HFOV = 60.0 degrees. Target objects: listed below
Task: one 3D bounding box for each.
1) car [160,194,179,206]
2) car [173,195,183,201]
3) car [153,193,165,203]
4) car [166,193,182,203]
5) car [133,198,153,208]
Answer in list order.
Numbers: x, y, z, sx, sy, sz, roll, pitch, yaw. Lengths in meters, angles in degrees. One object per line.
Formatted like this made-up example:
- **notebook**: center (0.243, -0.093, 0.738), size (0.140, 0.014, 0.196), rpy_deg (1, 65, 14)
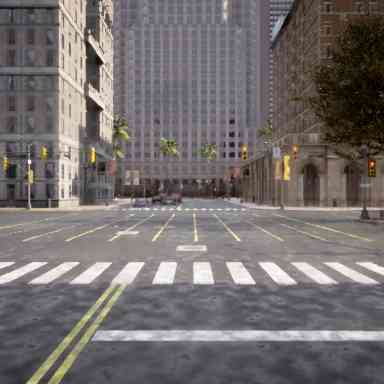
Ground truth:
- **car**: center (-3.687, 1.491, 55.253), size (2.128, 1.511, 4.902), rpy_deg (0, 0, 0)
- **car**: center (-3.426, 1.508, 82.890), size (2.128, 1.511, 4.902), rpy_deg (0, 0, 0)
- **car**: center (-7.059, 1.547, 68.229), size (2.033, 1.411, 5.357), rpy_deg (0, 0, 1)
- **car**: center (-3.543, 1.221, 69.169), size (2.150, 2.045, 5.566), rpy_deg (0, 0, 0)
- **car**: center (-7.189, 1.526, 47.572), size (1.812, 1.442, 4.674), rpy_deg (0, 0, 0)
